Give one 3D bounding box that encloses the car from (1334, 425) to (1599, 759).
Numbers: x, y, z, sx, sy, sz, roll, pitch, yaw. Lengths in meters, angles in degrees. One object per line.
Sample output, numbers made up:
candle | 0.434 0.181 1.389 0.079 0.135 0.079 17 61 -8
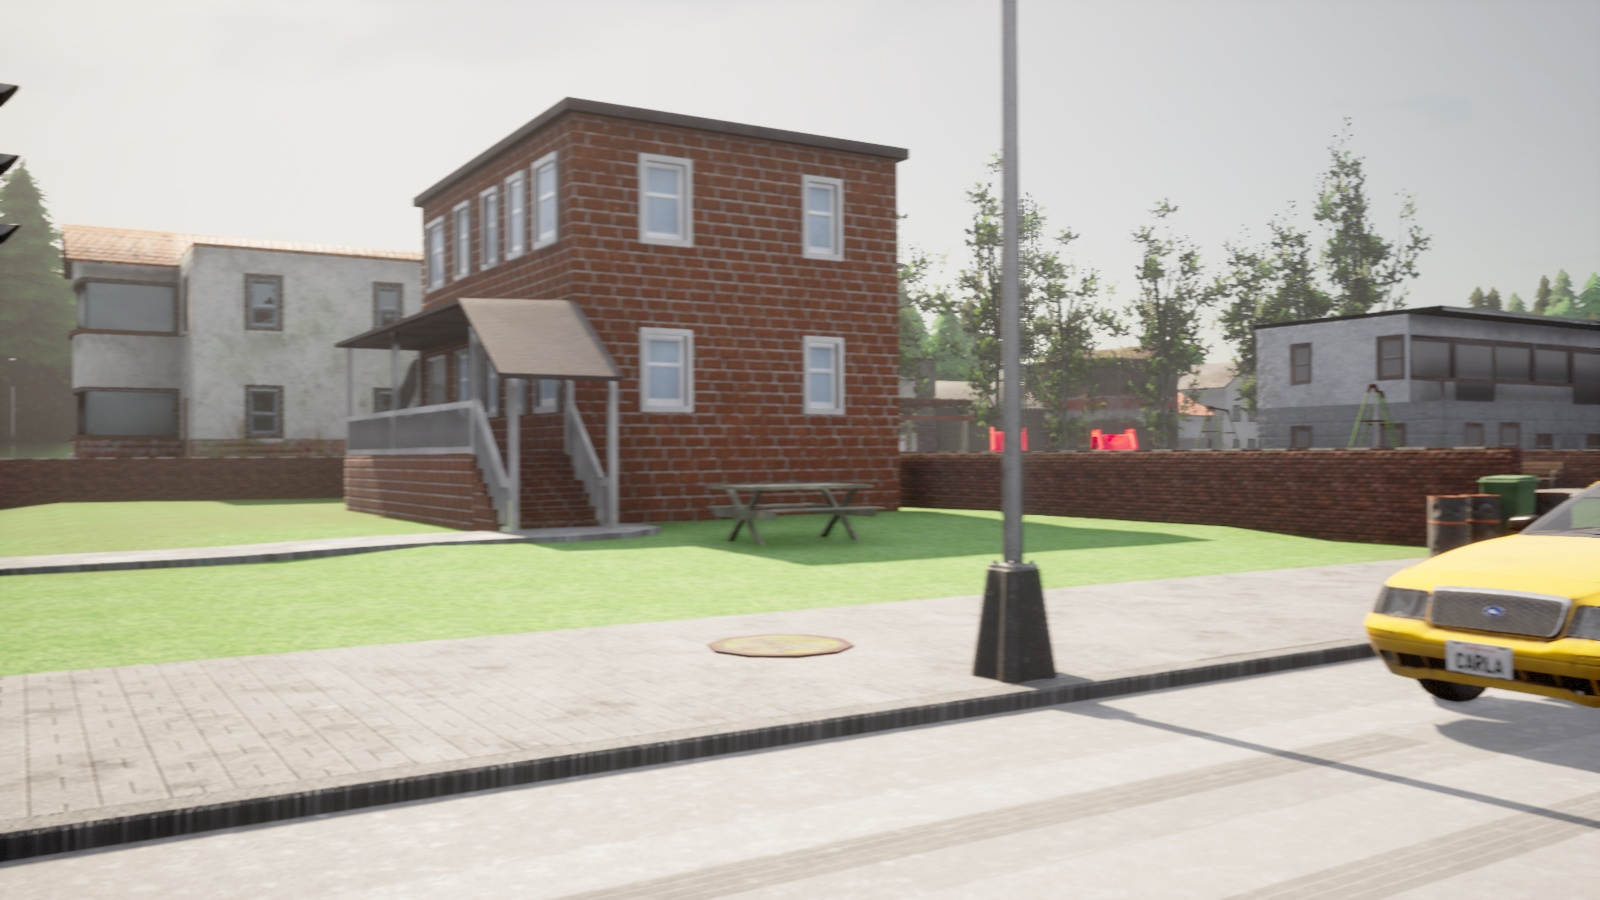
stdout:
car | 5.797 0.655 7.747 5.366 1.575 1.801 -1 0 -31
